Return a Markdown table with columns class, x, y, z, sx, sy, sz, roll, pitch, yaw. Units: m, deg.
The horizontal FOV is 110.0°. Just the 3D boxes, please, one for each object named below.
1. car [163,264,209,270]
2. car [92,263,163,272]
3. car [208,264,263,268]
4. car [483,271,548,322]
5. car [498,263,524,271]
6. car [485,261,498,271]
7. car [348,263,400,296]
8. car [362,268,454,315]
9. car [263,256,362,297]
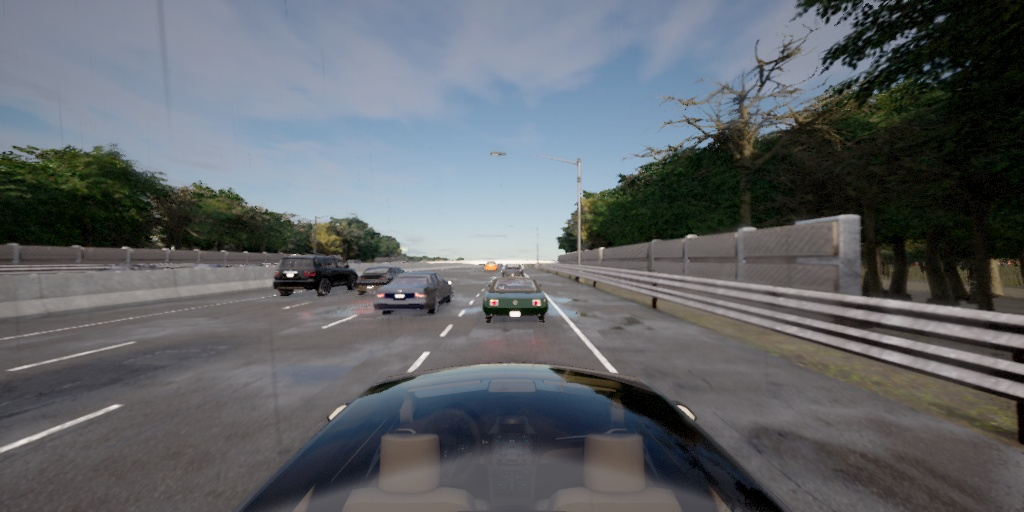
| class | x | y | z | sx | sy | sz | roll | pitch | yaw |
| --- | --- | --- | --- | --- | --- | --- | --- | --- | --- |
| car | -24.610 | 1.394 | 28.708 | 1.812 | 1.442 | 4.674 | 0 | -1 | 0 |
| car | -31.606 | 1.369 | 29.645 | 2.128 | 1.511 | 4.902 | 0 | -1 | 0 |
| car | -21.112 | 1.419 | 29.045 | 2.033 | 1.411 | 5.357 | 0 | -1 | 0 |
| car | 0.094 | 1.361 | 12.359 | 1.895 | 1.301 | 4.718 | 0 | 0 | 0 |
| car | 0.084 | 1.399 | 32.281 | 2.128 | 1.511 | 4.902 | 0 | -1 | 0 |
| car | -3.531 | 1.741 | 62.341 | 2.097 | 1.767 | 4.553 | 0 | -1 | 0 |
| car | -6.910 | 1.301 | 19.866 | 1.837 | 1.490 | 4.892 | 0 | 0 | 0 |
| car | -3.506 | 1.311 | 13.698 | 2.033 | 1.411 | 5.357 | 0 | 0 | 0 |
| car | -10.409 | 1.015 | 19.511 | 2.150 | 2.045 | 5.566 | 0 | 0 | 0 |
